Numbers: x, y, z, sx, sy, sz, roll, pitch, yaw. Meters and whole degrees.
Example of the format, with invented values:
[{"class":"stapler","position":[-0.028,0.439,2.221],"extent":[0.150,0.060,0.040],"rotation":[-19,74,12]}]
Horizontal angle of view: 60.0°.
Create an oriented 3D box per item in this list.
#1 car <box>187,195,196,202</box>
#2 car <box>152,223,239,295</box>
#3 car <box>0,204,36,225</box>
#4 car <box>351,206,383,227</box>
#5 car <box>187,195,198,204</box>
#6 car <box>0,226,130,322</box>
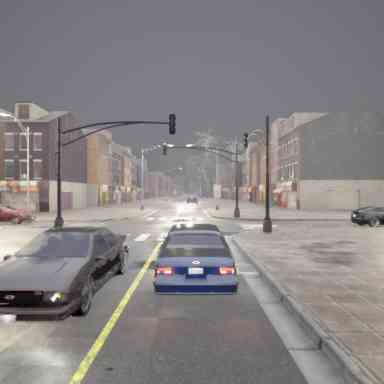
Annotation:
[{"class":"car","position":[-0.093,1.550,75.782],"extent":[1.882,1.535,5.008],"rotation":[0,0,0]},{"class":"car","position":[0.069,1.549,8.848],"extent":[2.033,1.411,5.357],"rotation":[0,0,0]},{"class":"car","position":[-13.574,1.572,23.512],"extent":[4.674,1.442,1.812],"rotation":[0,0,0]},{"class":"car","position":[12.325,1.522,20.981],"extent":[4.313,1.339,1.947],"rotation":[0,0,0]},{"class":"car","position":[0.019,1.409,66.122],"extent":[2.097,1.767,4.553],"rotation":[0,0,0]},{"class":"car","position":[-2.773,1.549,7.750],"extent":[2.033,1.411,5.357],"rotation":[0,0,1]}]
